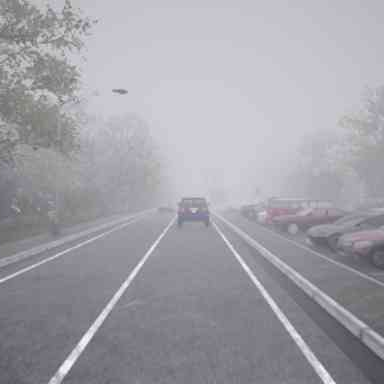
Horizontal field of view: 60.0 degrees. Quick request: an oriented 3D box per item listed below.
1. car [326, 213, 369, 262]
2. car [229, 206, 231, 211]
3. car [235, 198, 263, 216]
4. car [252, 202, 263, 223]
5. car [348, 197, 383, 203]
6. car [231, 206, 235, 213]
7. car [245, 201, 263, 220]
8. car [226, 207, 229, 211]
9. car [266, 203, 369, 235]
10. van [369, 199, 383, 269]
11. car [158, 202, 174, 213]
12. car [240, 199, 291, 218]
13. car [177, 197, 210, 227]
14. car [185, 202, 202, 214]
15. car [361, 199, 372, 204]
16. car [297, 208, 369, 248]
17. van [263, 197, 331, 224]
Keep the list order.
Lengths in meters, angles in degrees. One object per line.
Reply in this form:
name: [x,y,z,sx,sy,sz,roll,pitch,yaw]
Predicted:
car: [7.075,1.538,10.567,4.674,1.452,2.002,0,-1,0]
car: [7.116,1.805,38.319,4.892,1.521,2.231,0,-1,0]
car: [7.071,1.443,30.002,5.566,2.045,2.435,0,-1,0]
car: [7.094,1.679,24.447,4.674,1.452,2.002,0,-1,0]
car: [20.214,1.504,35.310,5.566,2.045,2.435,0,-1,0]
car: [7.113,1.761,35.547,5.008,1.535,2.097,0,-1,0]
car: [7.125,1.696,27.223,4.792,1.488,2.163,0,-1,0]
car: [6.929,1.853,41.088,5.366,1.575,1.946,0,-1,0]
car: [7.089,1.582,18.895,5.008,1.535,2.097,0,-1,0]
van: [6.952,1.244,7.793,4.442,1.987,1.878,0,-1,0]
car: [-3.309,1.988,42.988,2.033,1.411,5.357,0,-1,0]
car: [7.134,1.600,32.772,4.553,1.767,2.185,0,-1,0]
car: [0.115,1.372,24.333,2.150,2.045,5.566,0,-1,0]
car: [0.131,1.982,42.716,2.033,1.411,5.357,0,-1,0]
car: [19.997,1.718,32.539,5.366,1.575,1.946,0,-1,0]
car: [7.046,1.556,13.344,4.792,1.488,2.163,0,-1,0]
van: [7.204,1.385,21.674,4.442,1.987,1.878,0,-1,0]
